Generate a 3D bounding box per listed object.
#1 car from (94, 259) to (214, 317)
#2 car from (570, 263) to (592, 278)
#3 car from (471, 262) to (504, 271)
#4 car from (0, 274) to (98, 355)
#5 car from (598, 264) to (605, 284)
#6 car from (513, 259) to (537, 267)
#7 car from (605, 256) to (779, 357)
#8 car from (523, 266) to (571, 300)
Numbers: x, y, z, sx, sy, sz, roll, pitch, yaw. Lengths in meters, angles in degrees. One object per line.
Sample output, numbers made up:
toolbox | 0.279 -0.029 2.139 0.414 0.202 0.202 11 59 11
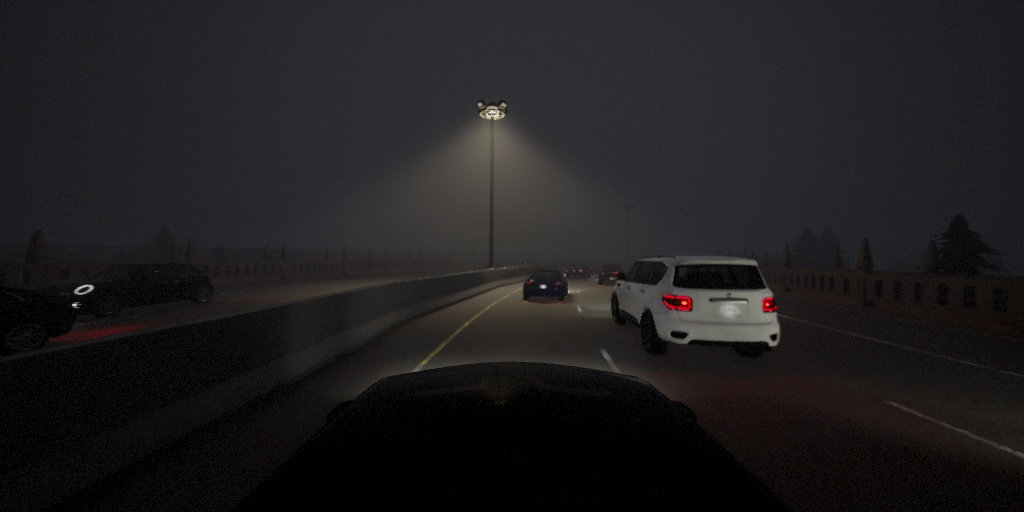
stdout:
car | -13.321 0.997 12.634 2.097 1.767 4.553 1 0 7
car | 6.587 1.404 35.254 2.033 1.411 5.357 0 0 22
car | -2.076 1.266 32.104 2.128 1.511 4.902 0 0 18
car | -10.368 1.169 5.600 1.837 1.490 4.892 0 -1 3
car | 7.825 1.362 28.077 1.837 1.490 4.892 0 0 17
car | 1.862 1.436 50.397 1.895 1.301 4.718 0 0 28
car | 3.992 1.018 8.905 2.150 2.045 5.566 0 0 5
car | 1.757 1.353 18.099 1.994 1.385 4.181 0 0 11
